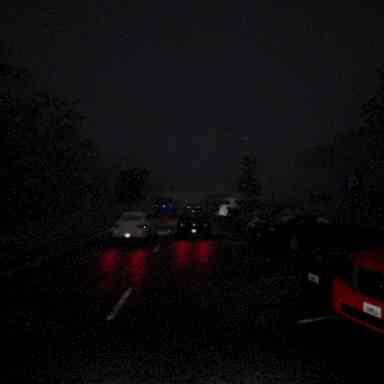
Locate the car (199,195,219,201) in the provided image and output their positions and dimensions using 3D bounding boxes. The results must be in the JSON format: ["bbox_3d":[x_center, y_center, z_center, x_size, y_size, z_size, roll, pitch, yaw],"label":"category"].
[{"bbox_3d":[4.927,1.609,95.303,5.366,1.575,1.946,1,1,-20],"label":"car"}]

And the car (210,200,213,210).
[{"bbox_3d":[4.908,1.812,32.440,5.366,1.575,1.946,1,0,-20],"label":"car"}]

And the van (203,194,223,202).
[{"bbox_3d":[4.989,1.481,80.403,4.442,1.987,1.878,1,0,-20],"label":"van"}]

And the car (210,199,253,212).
[{"bbox_3d":[5.255,1.825,44.587,5.366,1.575,1.946,1,0,-20],"label":"car"}]

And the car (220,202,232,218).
[{"bbox_3d":[5.103,1.813,26.513,4.792,1.488,2.163,1,-1,-20],"label":"car"}]

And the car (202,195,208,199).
[{"bbox_3d":[5.063,1.797,62.517,4.792,1.488,2.163,1,0,-20],"label":"car"}]

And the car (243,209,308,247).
[{"bbox_3d":[5.067,1.662,14.489,5.008,1.535,2.097,1,-1,-20],"label":"car"}]

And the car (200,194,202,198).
[{"bbox_3d":[5.086,1.729,74.482,4.892,1.521,2.231,1,0,-20],"label":"car"}]

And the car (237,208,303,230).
[{"bbox_3d":[5.078,1.738,17.489,4.674,1.452,2.002,1,0,-20],"label":"car"}]

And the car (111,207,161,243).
[{"bbox_3d":[-2.895,1.733,17.250,1.812,1.442,4.674,0,-1,0],"label":"car"}]

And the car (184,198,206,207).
[{"bbox_3d":[0.111,1.833,37.637,2.128,1.511,4.902,0,0,0],"label":"car"}]

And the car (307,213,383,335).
[{"bbox_3d":[5.050,1.299,5.473,5.566,2.045,2.435,1,0,-20],"label":"car"}]

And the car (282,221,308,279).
[{"bbox_3d":[5.046,1.615,8.473,4.792,1.488,2.163,1,-1,-20],"label":"car"}]

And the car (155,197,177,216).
[{"bbox_3d":[-2.889,1.561,36.997,2.150,2.045,5.566,0,0,0],"label":"car"}]

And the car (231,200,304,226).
[{"bbox_3d":[5.108,1.605,20.501,4.553,1.767,2.185,1,0,-20],"label":"car"}]

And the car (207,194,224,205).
[{"bbox_3d":[5.059,1.582,38.495,5.566,2.045,2.435,1,0,-20],"label":"car"}]

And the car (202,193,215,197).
[{"bbox_3d":[5.063,1.622,68.507,4.553,1.767,2.185,1,0,-20],"label":"car"}]

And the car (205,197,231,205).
[{"bbox_3d":[5.085,1.798,65.535,4.674,1.452,2.002,1,0,-20],"label":"car"}]

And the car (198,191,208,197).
[{"bbox_3d":[5.072,1.466,77.450,5.566,2.045,2.435,1,0,-20],"label":"car"}]

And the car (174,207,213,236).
[{"bbox_3d":[0.105,1.841,20.227,1.895,1.301,4.718,0,-1,0],"label":"car"}]

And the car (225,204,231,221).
[{"bbox_3d":[5.079,1.802,23.488,4.674,1.452,2.002,1,0,-20],"label":"car"}]

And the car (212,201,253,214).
[{"bbox_3d":[5.087,1.870,41.514,4.674,1.452,2.002,1,0,-20],"label":"car"}]

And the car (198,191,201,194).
[{"bbox_3d":[5.125,1.446,83.446,5.566,2.045,2.435,1,0,-20],"label":"car"}]

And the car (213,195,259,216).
[{"bbox_3d":[5.107,1.552,29.514,5.566,2.045,2.435,1,0,-20],"label":"car"}]

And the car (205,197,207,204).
[{"bbox_3d":[5.060,1.838,50.511,4.792,1.488,2.163,1,0,-20],"label":"car"}]
